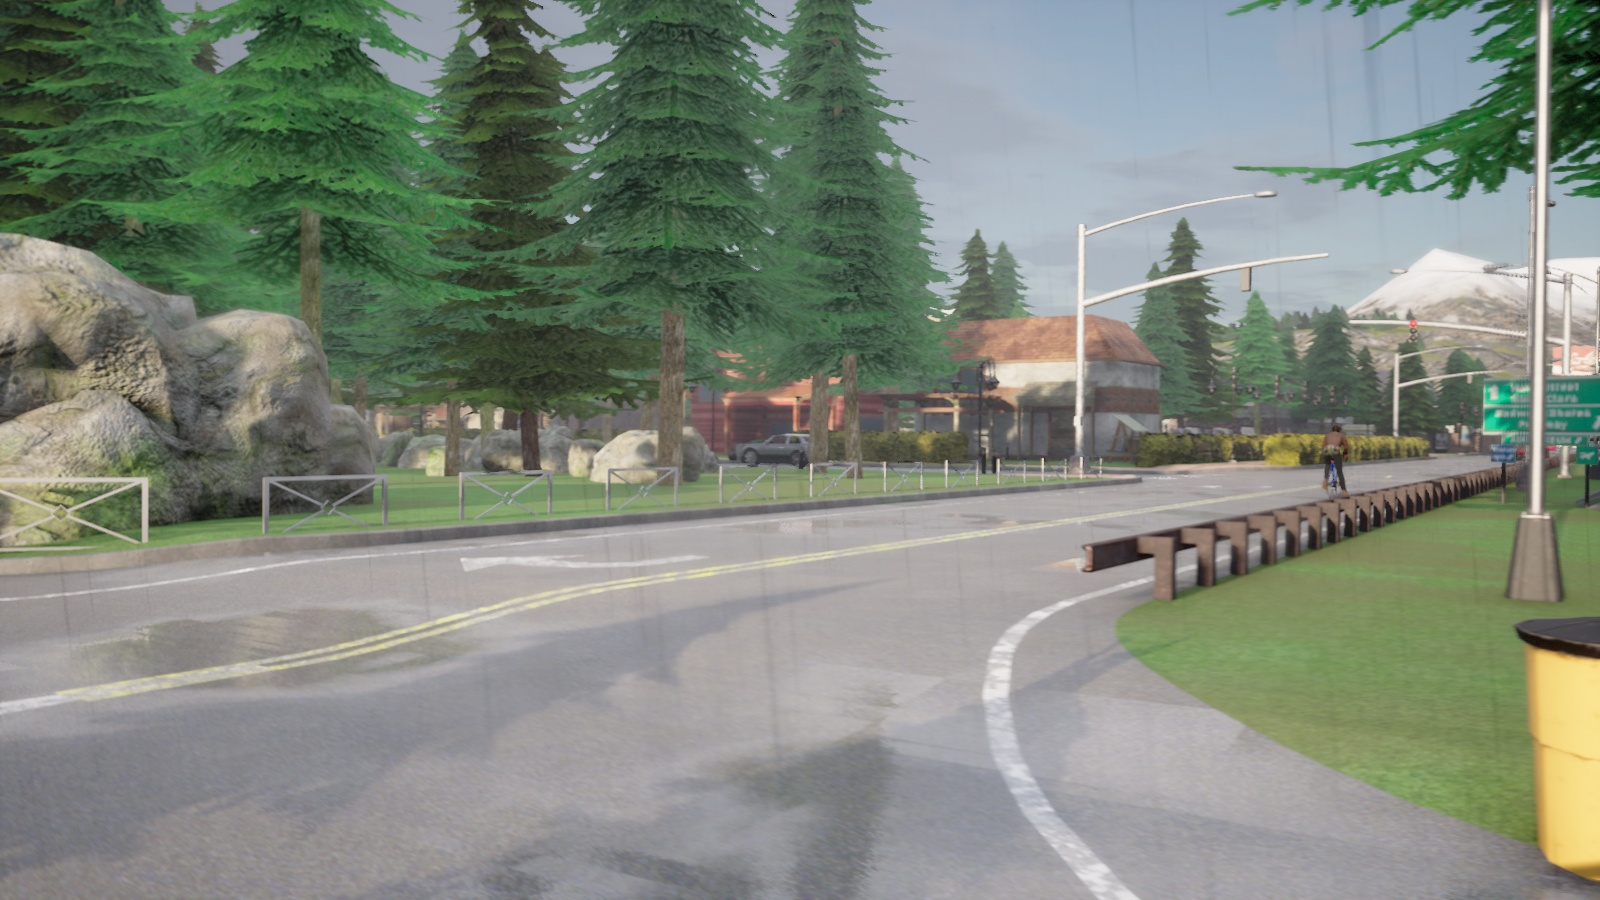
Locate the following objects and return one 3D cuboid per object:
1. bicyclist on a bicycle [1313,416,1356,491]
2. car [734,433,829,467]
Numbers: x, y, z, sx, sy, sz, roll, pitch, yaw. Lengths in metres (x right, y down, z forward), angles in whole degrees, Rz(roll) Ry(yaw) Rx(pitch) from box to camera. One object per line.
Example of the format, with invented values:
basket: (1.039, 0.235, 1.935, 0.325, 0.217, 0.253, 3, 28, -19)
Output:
bicyclist on a bicycle: (11.857, 0.066, 27.844, 0.582, 1.620, 1.656, 0, 1, 33)
car: (-0.818, 0.002, 56.407, 3.806, 1.475, 1.970, 0, 1, 33)
